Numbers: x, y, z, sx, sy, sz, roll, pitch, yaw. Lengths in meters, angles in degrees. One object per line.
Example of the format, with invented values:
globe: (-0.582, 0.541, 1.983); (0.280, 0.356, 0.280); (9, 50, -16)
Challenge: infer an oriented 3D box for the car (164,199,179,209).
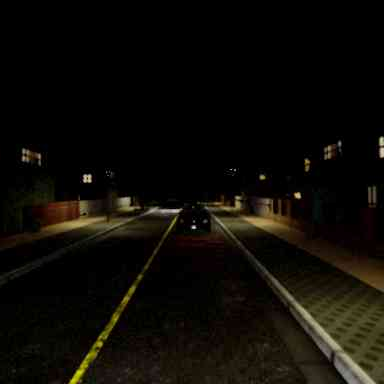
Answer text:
car: (-2.744, 1.640, 45.716); (1.895, 1.301, 4.718); (0, 0, 0)

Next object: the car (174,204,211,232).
car: (0.100, 1.603, 20.037); (1.895, 1.301, 4.718); (0, 0, 0)

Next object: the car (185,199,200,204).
car: (0.105, 1.554, 40.372); (1.812, 1.442, 4.674); (0, 0, 0)
